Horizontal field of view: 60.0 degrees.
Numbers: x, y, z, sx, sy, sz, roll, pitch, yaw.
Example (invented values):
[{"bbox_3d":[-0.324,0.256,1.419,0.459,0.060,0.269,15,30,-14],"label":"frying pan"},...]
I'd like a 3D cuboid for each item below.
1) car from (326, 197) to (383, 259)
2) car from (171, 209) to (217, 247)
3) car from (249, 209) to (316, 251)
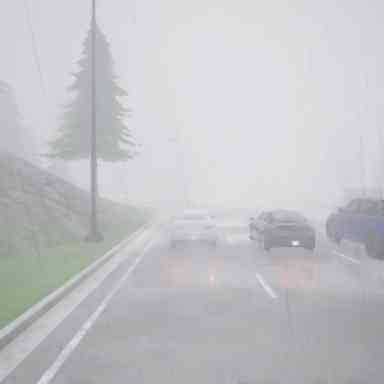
[{"bbox_3d":[7.063,1.195,12.581,2.150,2.045,5.566,0,0,1],"label":"car"},{"bbox_3d":[0.073,1.492,14.776,1.812,1.442,4.674,0,0,0],"label":"car"},{"bbox_3d":[3.570,1.475,13.832,1.837,1.490,4.892,0,1,0],"label":"car"}]
